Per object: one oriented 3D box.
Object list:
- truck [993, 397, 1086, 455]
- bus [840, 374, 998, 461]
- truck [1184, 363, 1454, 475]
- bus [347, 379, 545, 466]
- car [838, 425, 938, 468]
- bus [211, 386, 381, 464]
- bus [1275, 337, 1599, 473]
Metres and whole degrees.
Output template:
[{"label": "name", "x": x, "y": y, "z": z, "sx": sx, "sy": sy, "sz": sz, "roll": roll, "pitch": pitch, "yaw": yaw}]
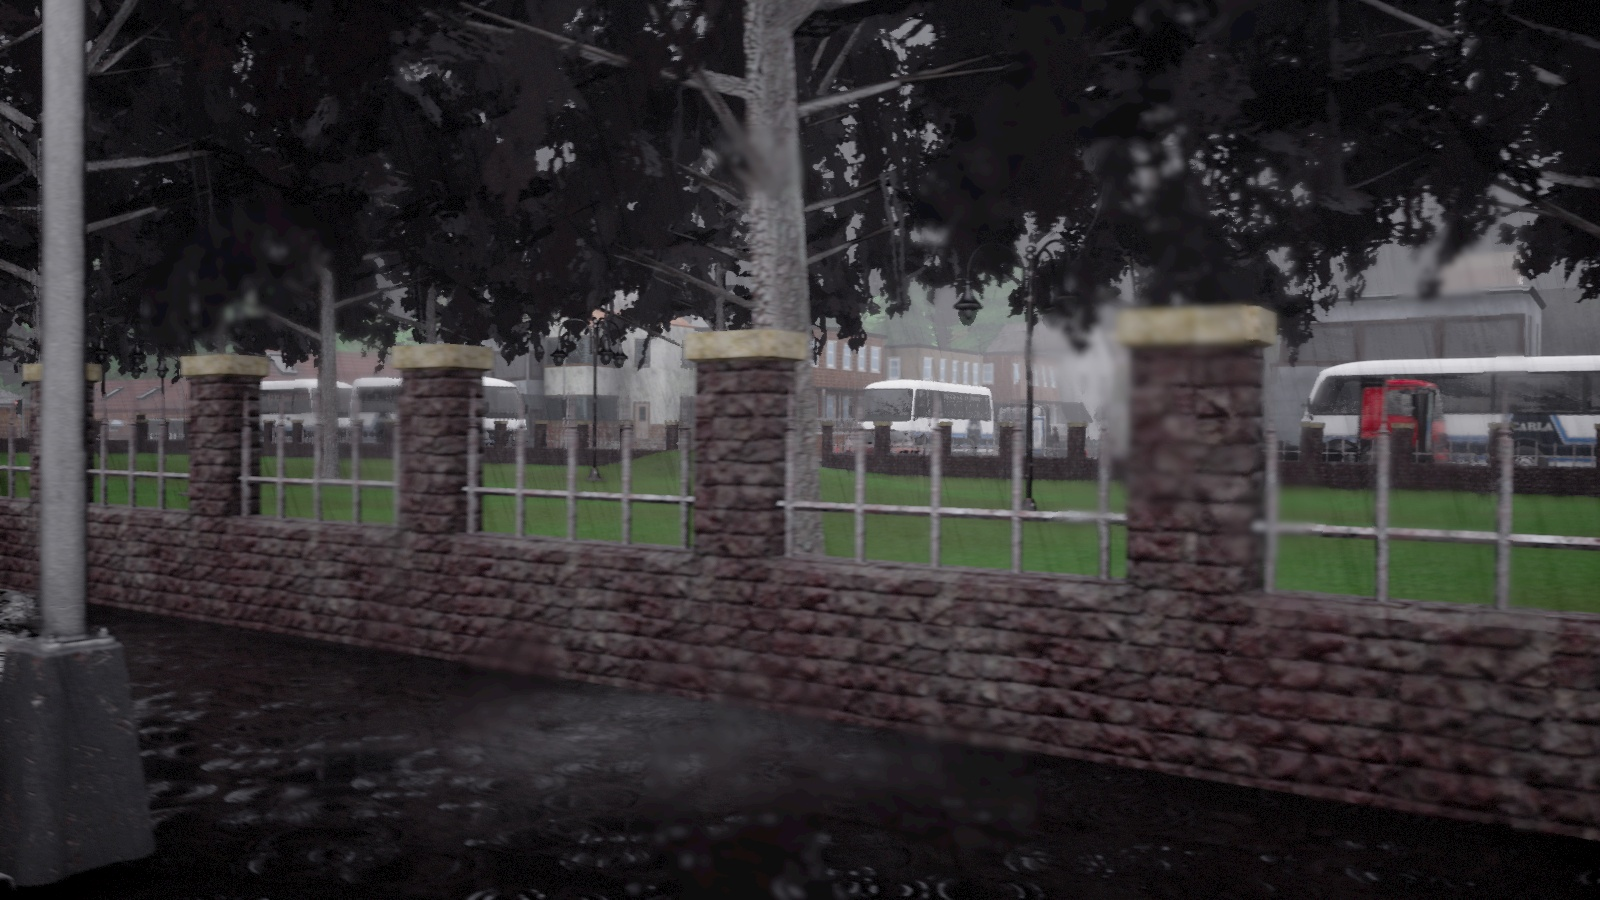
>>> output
[{"label": "truck", "x": 15.236, "y": -1.470, "z": 79.431, "sx": 2.891, "sy": 3.462, "sz": 7.936, "roll": 0, "pitch": 1, "yaw": 34}, {"label": "bus", "x": 6.487, "y": -1.609, "z": 66.326, "sx": 3.944, "sy": 4.253, "sz": 10.273, "roll": 0, "pitch": 0, "yaw": 34}, {"label": "truck", "x": 17.335, "y": -0.984, "z": 42.214, "sx": 7.936, "sy": 3.462, "sz": 2.891, "roll": 0, "pitch": 1, "yaw": 34}, {"label": "bus", "x": -18.652, "y": -1.376, "z": 65.942, "sx": 10.273, "sy": 4.253, "sz": 3.944, "roll": 0, "pitch": 1, "yaw": 30}, {"label": "car", "x": 3.598, "y": -0.173, "z": 52.437, "sx": 2.242, "sy": 1.667, "sz": 4.611, "roll": -1, "pitch": 1, "yaw": -24}, {"label": "bus", "x": -29.283, "y": -1.373, "z": 72.755, "sx": 10.273, "sy": 4.253, "sz": 3.944, "roll": 0, "pitch": 1, "yaw": 34}, {"label": "bus", "x": 22.358, "y": -1.444, "z": 43.687, "sx": 10.273, "sy": 4.253, "sz": 3.944, "roll": 0, "pitch": 1, "yaw": 35}]
